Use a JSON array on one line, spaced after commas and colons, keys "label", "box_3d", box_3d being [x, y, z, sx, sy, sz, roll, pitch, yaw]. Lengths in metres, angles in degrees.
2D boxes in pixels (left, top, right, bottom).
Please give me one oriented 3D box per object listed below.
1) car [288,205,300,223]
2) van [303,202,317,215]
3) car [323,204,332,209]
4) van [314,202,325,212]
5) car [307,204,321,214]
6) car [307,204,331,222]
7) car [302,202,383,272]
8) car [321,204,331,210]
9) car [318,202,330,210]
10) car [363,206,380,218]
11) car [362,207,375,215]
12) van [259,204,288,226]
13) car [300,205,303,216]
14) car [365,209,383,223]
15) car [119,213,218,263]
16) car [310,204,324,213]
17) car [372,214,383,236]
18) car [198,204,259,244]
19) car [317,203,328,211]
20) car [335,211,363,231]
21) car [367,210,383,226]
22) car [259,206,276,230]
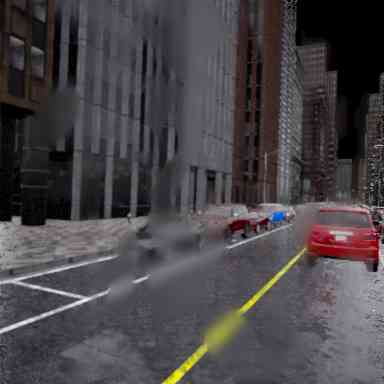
[{"label": "car", "box_3d": [9.001, 2.111, 32.730, 1.967, 1.590, 4.097, 2, -1, 26]}, {"label": "van", "box_3d": [18.862, 2.594, 53.001, 1.690, 1.788, 3.998, 2, -1, 26]}, {"label": "car", "box_3d": [36.103, 3.851, 88.469, 1.947, 1.339, 4.313, 2, -1, 26]}, {"label": "van", "box_3d": [26.254, 3.035, 68.203, 1.690, 1.788, 3.998, 2, -1, 26]}, {"label": "car", "box_3d": [21.246, 2.920, 57.913, 1.752, 1.417, 4.829, 2, -1, 26]}, {"label": "car", "box_3d": [14.410, 2.280, 37.643, 2.097, 1.767, 4.553, 2, -1, 27]}, {"label": "car", "box_3d": [5.704, 1.566, 12.532, 2.150, 2.045, 5.566, 2, -1, 26]}, {"label": "car", "box_3d": [33.639, 3.703, 83.402, 1.947, 1.339, 4.313, 2, -1, 26]}, {"label": "car", "box_3d": [31.184, 3.305, 78.338, 2.192, 1.841, 5.009, 2, -1, 26]}, {"label": "car", "box_3d": [26.522, 2.953, 49.273, 1.967, 1.590, 4.097, 2, -1, 26]}, {"label": "car", "box_3d": [31.445, 3.372, 59.406, 1.947, 1.339, 4.313, 2, -1, 26]}, {"label": "van", "box_3d": [6.541, 1.867, 27.664, 1.690, 1.788, 3.998, 2, -1, 26]}, {"label": "car", "box_3d": [13.930, 2.402, 42.865, 1.967, 1.590, 4.097, 2, -1, 26]}, {"label": "car", "box_3d": [21.589, 2.788, 39.139, 1.947, 1.339, 4.313, 2, -1, 26]}, {"label": "car", "box_3d": [-0.860, 1.656, 12.459, 1.947, 1.339, 4.313, 2, -1, 26]}, {"label": "car", "box_3d": [23.783, 3.097, 63.133, 2.008, 1.369, 4.403, 2, -1, 26]}, {"label": "car", "box_3d": [14.197, 2.352, 23.937, 1.947, 1.339, 4.313, 2, -1, 26]}, {"label": "car", "box_3d": [1.613, 1.550, 17.529, 2.192, 1.841, 5.009, 2, -1, 26]}, {"label": "car", "box_3d": [28.715, 3.282, 73.268, 1.967, 1.590, 4.097, 2, -1, 26]}, {"label": "car", "box_3d": [13.138, 2.384, 27.843, 1.895, 1.301, 4.718, 2, -1, 26]}, {"label": "car", "box_3d": [19.126, 2.621, 34.072, 1.887, 1.381, 4.507, 2, -1, 26]}, {"label": "car", "box_3d": [4.069, 1.925, 22.594, 1.887, 1.381, 4.507, 2, -1, 26]}]
